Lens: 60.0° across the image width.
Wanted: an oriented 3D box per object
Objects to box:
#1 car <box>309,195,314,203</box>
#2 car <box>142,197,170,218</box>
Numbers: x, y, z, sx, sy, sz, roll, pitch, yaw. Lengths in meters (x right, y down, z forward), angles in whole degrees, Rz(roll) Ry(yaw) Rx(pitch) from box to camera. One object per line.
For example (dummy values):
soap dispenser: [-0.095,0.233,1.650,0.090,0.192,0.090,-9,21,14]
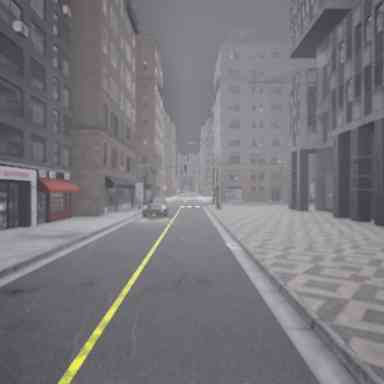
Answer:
car: [20.017,1.227,53.970,5.008,1.535,1.882,0,0,0]
car: [-3.103,1.285,29.446,2.097,1.767,4.553,0,0,0]
